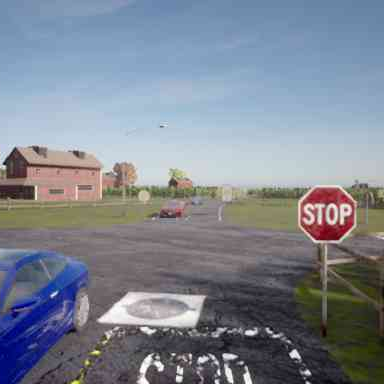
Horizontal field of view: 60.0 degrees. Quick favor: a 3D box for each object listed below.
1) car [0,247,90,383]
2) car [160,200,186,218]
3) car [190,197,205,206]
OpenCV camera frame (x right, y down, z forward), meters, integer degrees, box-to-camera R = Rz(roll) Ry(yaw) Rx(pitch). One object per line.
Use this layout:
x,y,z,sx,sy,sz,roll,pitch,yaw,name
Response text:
-2.688,1.523,4.134,1.812,1.442,4.674,0,0,1,car
-1.621,1.467,29.662,1.882,1.535,5.008,0,0,4,car
0.921,1.483,55.191,1.812,1.442,4.674,0,0,7,car
